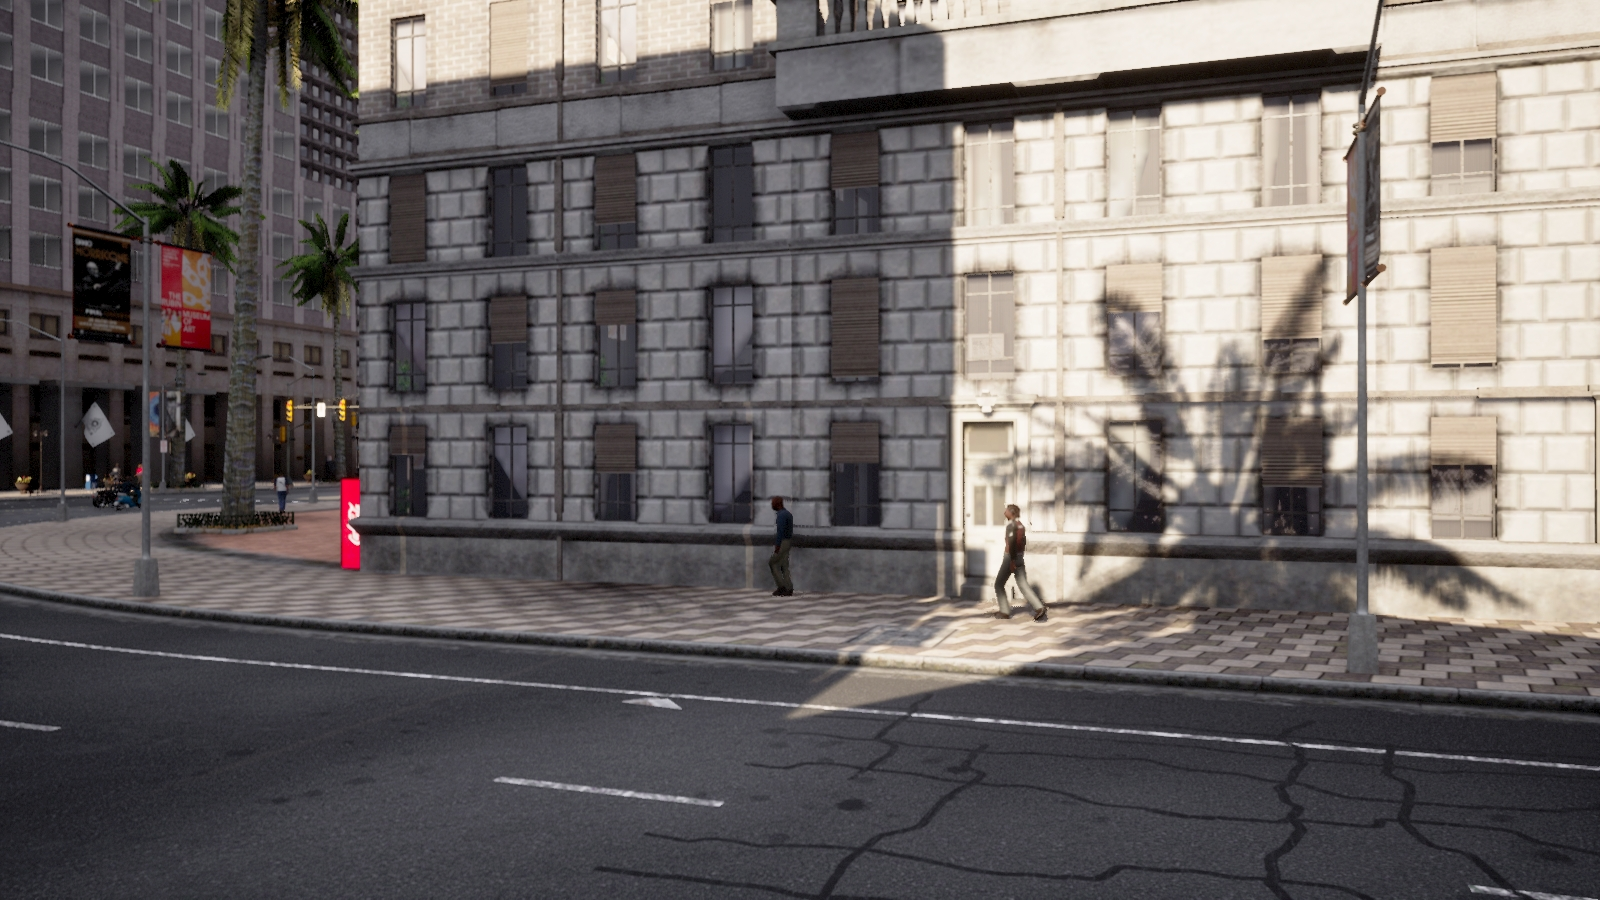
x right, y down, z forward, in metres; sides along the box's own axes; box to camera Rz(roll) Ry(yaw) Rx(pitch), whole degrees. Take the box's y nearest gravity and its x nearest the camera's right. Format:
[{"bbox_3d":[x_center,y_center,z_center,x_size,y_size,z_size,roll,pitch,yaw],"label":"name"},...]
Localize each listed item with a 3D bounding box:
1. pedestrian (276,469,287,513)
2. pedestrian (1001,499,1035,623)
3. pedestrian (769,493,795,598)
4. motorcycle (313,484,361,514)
[{"bbox_3d":[-22.150,1.736,48.850,0.375,1.860,0.375,0,0,-16],"label":"pedestrian"},{"bbox_3d":[3.364,1.700,17.641,0.375,1.860,0.375,0,0,41],"label":"pedestrian"},{"bbox_3d":[-0.320,1.705,20.499,0.375,1.860,0.375,0,0,15],"label":"pedestrian"},{"bbox_3d":[-21.134,2.210,52.239,0.764,1.277,2.356,0,0,16],"label":"motorcycle"}]
